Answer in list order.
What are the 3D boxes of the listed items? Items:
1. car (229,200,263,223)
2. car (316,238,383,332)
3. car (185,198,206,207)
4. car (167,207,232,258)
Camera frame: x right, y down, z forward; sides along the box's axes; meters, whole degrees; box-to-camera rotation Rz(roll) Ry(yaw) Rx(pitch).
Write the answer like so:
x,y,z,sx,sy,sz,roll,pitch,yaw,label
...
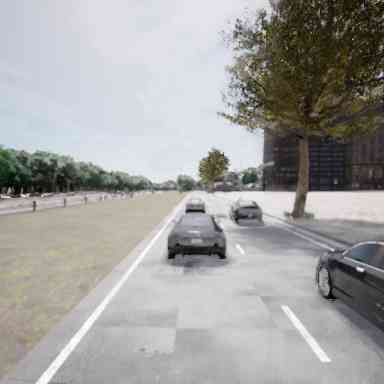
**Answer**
x,y,z,sx,sy,sz,roll,pitch,yaw,label
3.758,1.311,23.685,2.128,1.511,4.902,0,1,0,car
3.629,1.488,5.416,1.837,1.490,4.892,0,0,0,car
0.306,1.260,31.130,2.033,1.411,5.357,0,1,0,car
0.168,1.474,12.351,1.994,1.385,4.181,0,1,1,car
